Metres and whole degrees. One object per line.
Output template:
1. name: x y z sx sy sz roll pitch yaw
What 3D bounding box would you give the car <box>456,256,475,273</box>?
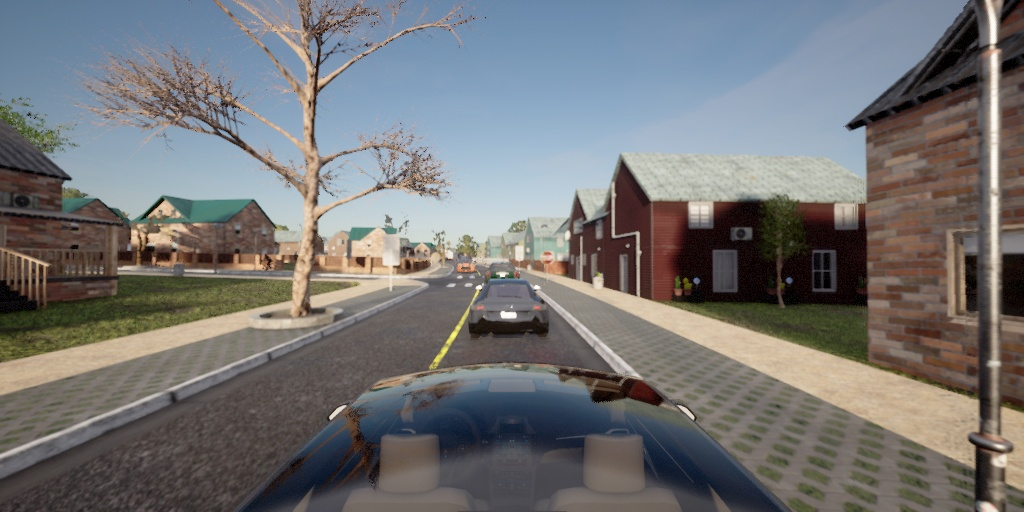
1. car: -5.496 1.130 42.908 2.097 1.767 4.553 0 0 -7

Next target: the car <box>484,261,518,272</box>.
1. car: -0.667 1.118 22.511 2.097 1.767 4.553 0 0 -3

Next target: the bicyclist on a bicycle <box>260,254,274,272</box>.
1. bicyclist on a bicycle: -22.734 0.648 33.261 0.582 1.620 1.656 1 0 6

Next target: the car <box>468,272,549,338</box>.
1. car: -0.103 1.321 10.190 1.994 1.385 4.181 0 0 -1
